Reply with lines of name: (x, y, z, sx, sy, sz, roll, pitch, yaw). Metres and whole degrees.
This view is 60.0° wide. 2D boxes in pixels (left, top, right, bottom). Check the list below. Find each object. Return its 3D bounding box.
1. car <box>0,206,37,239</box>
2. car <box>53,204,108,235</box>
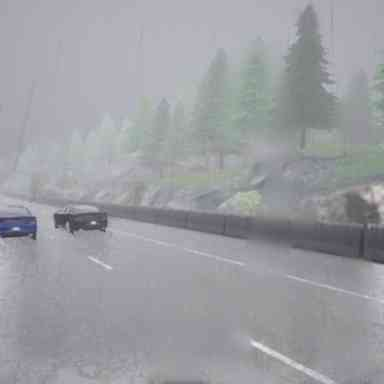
car: (-8.758, 1.385, 15.899, 1.882, 1.535, 5.008, 0, 0, -35)
car: (-6.295, 1.378, 18.487, 1.882, 1.535, 5.008, 0, 0, -35)
